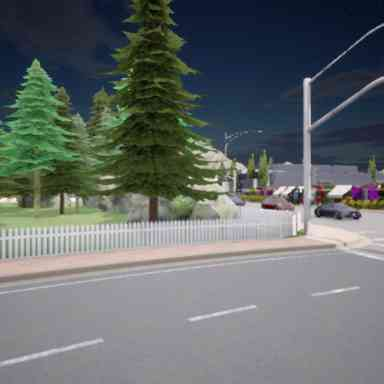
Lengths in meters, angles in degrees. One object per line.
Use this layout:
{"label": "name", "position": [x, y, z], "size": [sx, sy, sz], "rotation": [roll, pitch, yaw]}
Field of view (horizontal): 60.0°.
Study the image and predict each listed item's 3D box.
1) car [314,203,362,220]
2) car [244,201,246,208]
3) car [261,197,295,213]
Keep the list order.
{"label": "car", "position": [12.380, 1.613, 28.477], "size": [1.994, 1.385, 4.181], "rotation": [0, 0, -16]}
{"label": "car", "position": [6.307, 1.526, 49.354], "size": [1.882, 1.535, 5.008], "rotation": [0, 0, -16]}
{"label": "car", "position": [9.670, 1.401, 37.781], "size": [2.097, 1.767, 4.553], "rotation": [0, 0, -16]}
